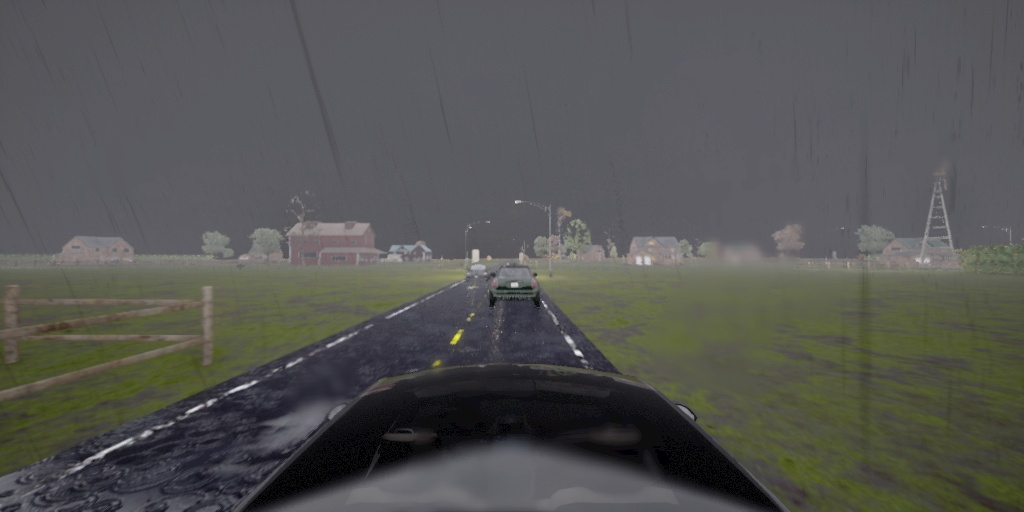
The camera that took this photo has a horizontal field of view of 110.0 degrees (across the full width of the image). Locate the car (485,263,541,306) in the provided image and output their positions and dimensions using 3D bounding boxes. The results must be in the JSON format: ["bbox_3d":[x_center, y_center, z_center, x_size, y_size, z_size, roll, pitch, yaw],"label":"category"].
[{"bbox_3d":[0.105,1.165,16.261,2.097,1.767,4.553,0,0,0],"label":"car"}]

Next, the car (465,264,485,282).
[{"bbox_3d":[-2.835,1.400,30.891,1.812,1.442,4.674,0,0,0],"label":"car"}]
